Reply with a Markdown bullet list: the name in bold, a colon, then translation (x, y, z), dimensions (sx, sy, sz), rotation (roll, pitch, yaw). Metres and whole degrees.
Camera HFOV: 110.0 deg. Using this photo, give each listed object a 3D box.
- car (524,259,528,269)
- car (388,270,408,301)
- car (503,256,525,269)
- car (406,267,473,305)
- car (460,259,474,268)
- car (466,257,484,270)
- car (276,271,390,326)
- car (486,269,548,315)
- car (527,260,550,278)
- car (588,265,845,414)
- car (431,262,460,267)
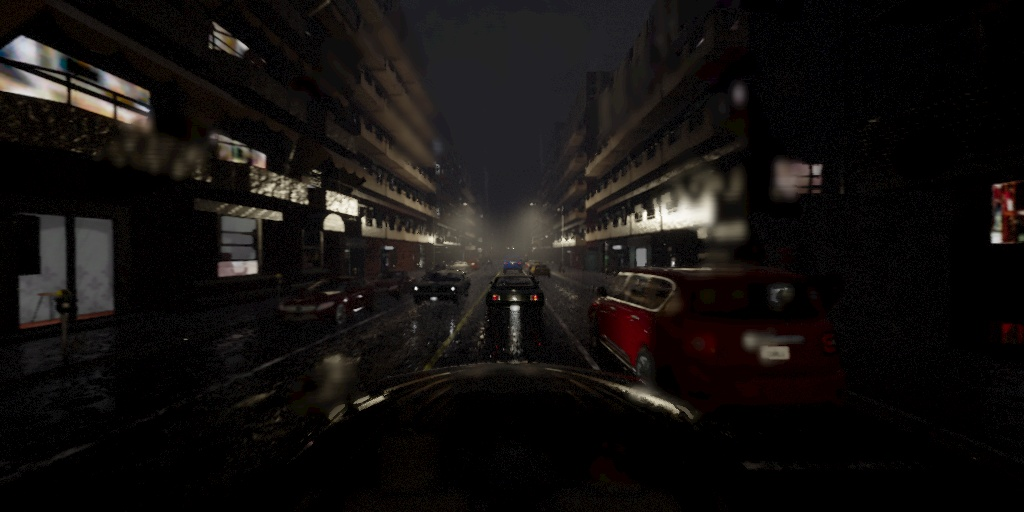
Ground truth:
- **car**: translation (2.683, 1.322, 39.637), dimensions (1.948, 1.339, 4.313), rotation (0, 0, 0)
- **car**: translation (-5.694, 1.334, 17.256), dimensions (1.802, 1.307, 4.207), rotation (0, 0, 0)
- **car**: translation (0.093, 0.978, 43.089), dimensions (2.150, 2.045, 5.566), rotation (0, 0, 0)
- **car**: translation (-3.014, 1.353, 16.133), dimensions (1.895, 1.301, 4.718), rotation (0, 0, 0)
- **car**: translation (-5.697, 1.306, 39.665), dimensions (2.007, 1.370, 4.403), rotation (0, 0, 0)
- **car**: translation (-5.699, 1.073, 50.869), dimensions (2.192, 1.841, 5.009), rotation (0, 0, 0)
- **car**: translation (-5.693, 1.333, 11.654), dimensions (1.802, 1.307, 4.207), rotation (0, 0, 0)
- **car**: translation (0.098, 1.353, 13.586), dimensions (1.895, 1.301, 4.718), rotation (0, 0, 0)
- **car**: translation (2.684, 1.280, 34.205), dimensions (1.751, 1.417, 4.829), rotation (0, 0, 0)
- **car**: translation (2.689, 1.065, 6.025), dimensions (2.192, 1.841, 5.009), rotation (0, 0, 0)
- **car**: translation (-5.695, 1.304, 28.461), dimensions (2.007, 1.370, 4.403), rotation (0, 0, 0)
